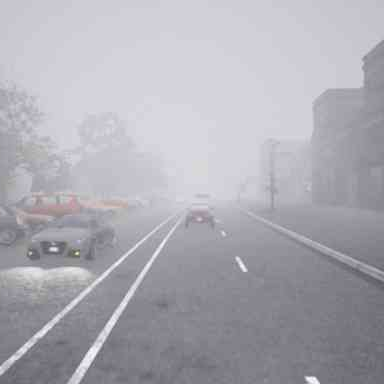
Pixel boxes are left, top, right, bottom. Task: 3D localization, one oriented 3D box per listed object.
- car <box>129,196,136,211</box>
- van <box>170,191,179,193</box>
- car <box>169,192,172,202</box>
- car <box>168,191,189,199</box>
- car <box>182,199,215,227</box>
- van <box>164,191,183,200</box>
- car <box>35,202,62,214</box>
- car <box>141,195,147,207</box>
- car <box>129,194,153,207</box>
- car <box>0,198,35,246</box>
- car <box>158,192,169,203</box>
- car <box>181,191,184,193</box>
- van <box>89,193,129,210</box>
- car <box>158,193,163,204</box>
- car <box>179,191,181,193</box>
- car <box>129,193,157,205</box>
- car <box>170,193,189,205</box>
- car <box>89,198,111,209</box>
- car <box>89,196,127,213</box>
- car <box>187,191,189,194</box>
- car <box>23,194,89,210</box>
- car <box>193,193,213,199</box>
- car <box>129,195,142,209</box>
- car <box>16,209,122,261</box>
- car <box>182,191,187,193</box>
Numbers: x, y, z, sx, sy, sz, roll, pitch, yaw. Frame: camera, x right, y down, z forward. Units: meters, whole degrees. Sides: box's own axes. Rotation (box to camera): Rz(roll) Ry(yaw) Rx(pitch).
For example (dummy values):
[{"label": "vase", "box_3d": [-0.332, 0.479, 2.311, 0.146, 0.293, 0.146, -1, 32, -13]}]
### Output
[{"label": "car", "box_3d": [-8.565, 1.425, 34.553, 4.674, 1.452, 2.002, -1, 0, -17]}, {"label": "van", "box_3d": [-5.812, 1.002, 72.975, 4.442, 1.987, 1.878, -1, 1, -15]}, {"label": "car", "box_3d": [-6.773, 1.306, 61.193, 4.892, 1.521, 2.231, -1, 0, -15]}, {"label": "car", "box_3d": [-3.793, 0.775, 93.660, 5.566, 2.045, 2.435, -1, 0, -15]}, {"label": "car", "box_3d": [0.513, 1.443, 22.083, 1.812, 1.442, 4.674, 0, 0, 2]}, {"label": "van", "box_3d": [-4.736, 0.896, 84.769, 4.442, 1.987, 1.878, -1, 1, -15]}, {"label": "car", "box_3d": [-9.240, 1.461, 16.745, 4.674, 1.452, 2.002, -1, 0, -19]}, {"label": "car", "box_3d": [-8.244, 1.418, 40.446, 4.674, 1.452, 2.002, -1, 0, -17]}, {"label": "car", "box_3d": [-8.256, 1.372, 43.359, 5.366, 1.575, 1.946, -1, 0, -17]}, {"label": "car", "box_3d": [-9.276, 1.304, 13.777, 4.553, 1.767, 2.185, -1, 0, -19]}, {"label": "car", "box_3d": [-6.986, 1.194, 58.237, 4.553, 1.767, 2.185, -1, 0, -16]}, {"label": "car", "box_3d": [-5.170, 1.176, 78.916, 5.008, 1.535, 2.097, -1, 0, -15]}, {"label": "van", "box_3d": [-8.601, 1.162, 31.624, 4.442, 1.987, 1.878, -1, 0, -18]}, {"label": "car", "box_3d": [-7.475, 1.386, 52.307, 4.674, 1.452, 2.002, -1, 0, -16]}, {"label": "car", "box_3d": [-5.462, 1.077, 75.955, 4.553, 1.767, 2.185, -1, 0, -15]}, {"label": "car", "box_3d": [-7.882, 1.365, 46.375, 5.008, 1.535, 2.097, -1, 0, -16]}, {"label": "car", "box_3d": [-1.998, 1.368, 54.927, 1.812, 1.442, 4.674, 0, 0, 5]}, {"label": "car", "box_3d": [-8.957, 1.439, 25.651, 4.674, 1.452, 2.002, -1, 0, -18]}, {"label": "car", "box_3d": [-8.661, 1.388, 28.676, 5.366, 1.575, 1.946, -1, 0, -18]}, {"label": "car", "box_3d": [-3.914, 1.052, 90.764, 5.366, 1.575, 1.946, -1, 0, -15]}, {"label": "car", "box_3d": [-9.185, 1.162, 19.698, 5.566, 2.045, 2.435, -1, 0, -19]}, {"label": "car", "box_3d": [1.317, 1.109, 40.007, 2.150, 2.045, 5.566, 0, 0, 3]}, {"label": "car", "box_3d": [-8.393, 1.422, 37.502, 4.674, 1.452, 2.002, 0, 0, -17]}, {"label": "car", "box_3d": [-4.098, 1.512, 11.926, 1.994, 1.385, 4.181, 0, 0, 1]}, {"label": "car", "box_3d": [-4.926, 0.898, 81.848, 5.566, 2.045, 2.435, -1, 1, -15]}]
